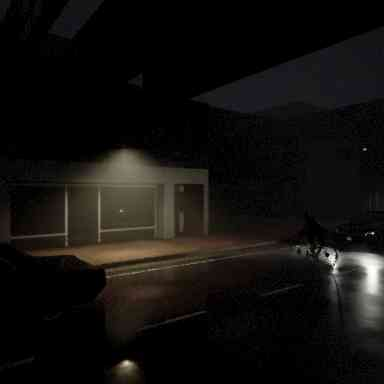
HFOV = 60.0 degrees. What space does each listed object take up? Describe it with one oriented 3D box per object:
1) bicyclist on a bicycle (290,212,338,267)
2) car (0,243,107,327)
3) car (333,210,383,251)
[{"bbox_3d":[3.733,1.455,10.346,0.582,1.620,1.656,0,-2,-37],"label":"bicyclist on a bicycle"},{"bbox_3d":[-3.969,1.601,5.420,4.718,1.301,1.895,0,0,-37],"label":"car"},{"bbox_3d":[7.988,1.526,14.355,4.674,1.442,1.812,-1,0,-37],"label":"car"}]
